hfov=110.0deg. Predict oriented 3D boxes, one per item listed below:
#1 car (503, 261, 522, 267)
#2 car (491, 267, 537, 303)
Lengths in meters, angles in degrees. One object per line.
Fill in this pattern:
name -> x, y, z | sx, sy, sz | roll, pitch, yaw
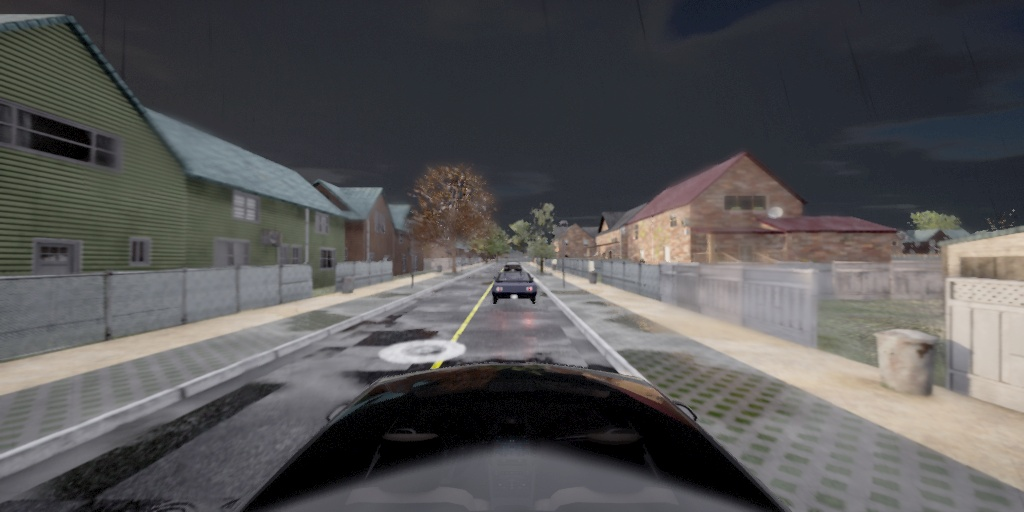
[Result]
car -> 0.087, 1.247, 38.258 | 1.882, 1.535, 5.008 | 0, 0, 0
car -> 0.095, 1.355, 16.606 | 1.895, 1.301, 4.718 | 0, 0, 0
